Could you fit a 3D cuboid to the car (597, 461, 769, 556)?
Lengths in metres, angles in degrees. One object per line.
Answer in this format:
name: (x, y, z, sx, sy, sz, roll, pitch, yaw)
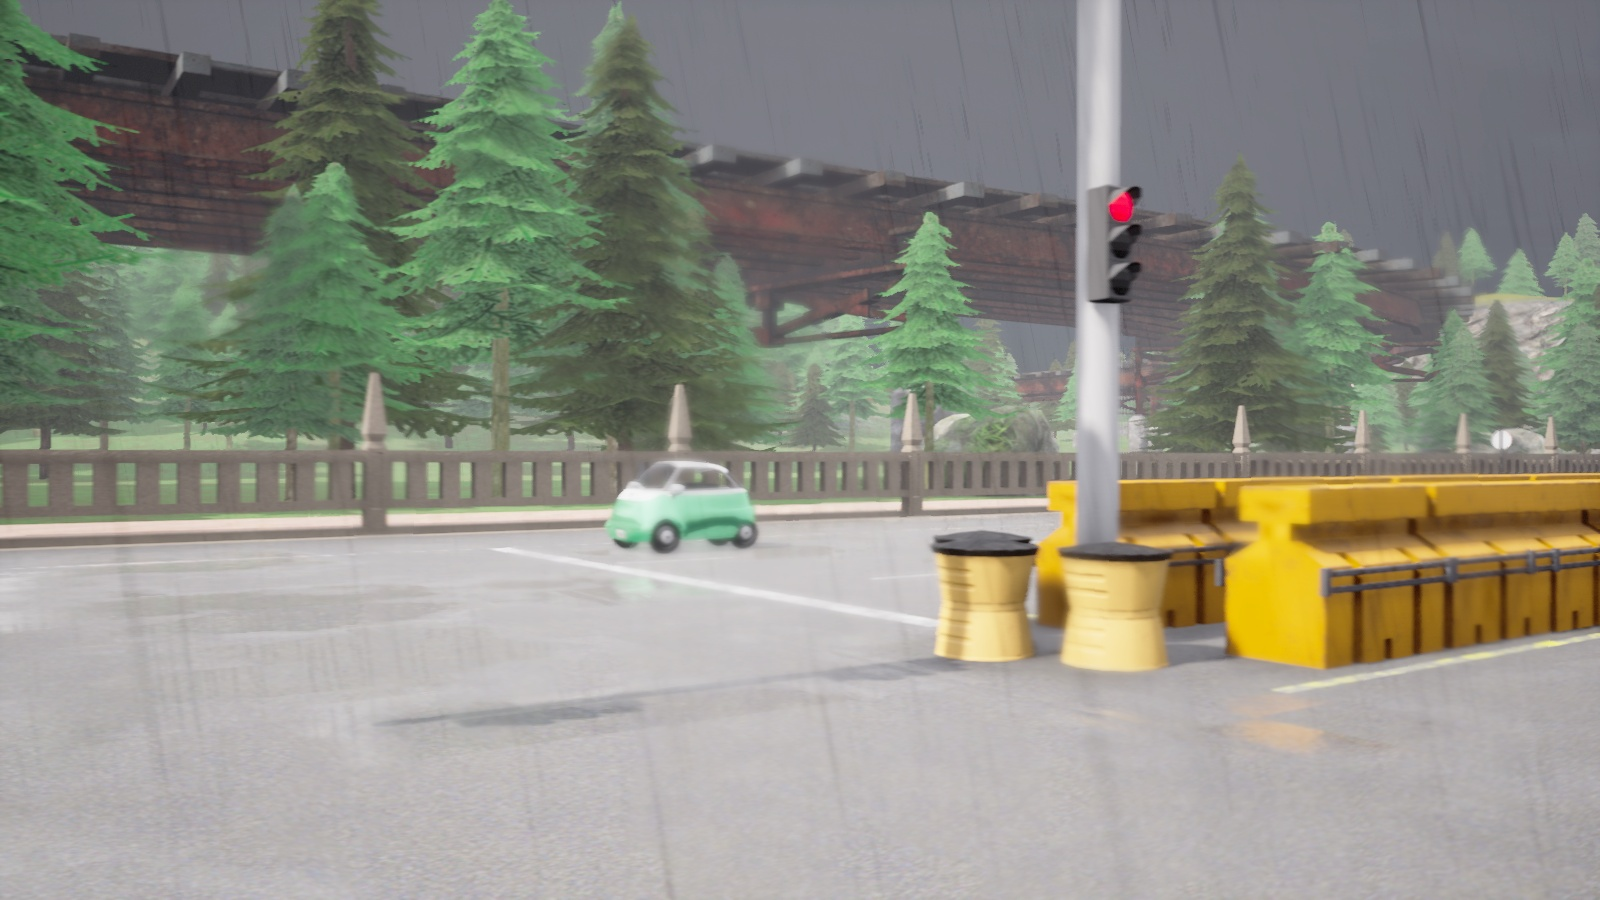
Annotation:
car: (-1.816, 0.857, 19.452, 2.207, 1.376, 1.481, 0, 0, -35)
